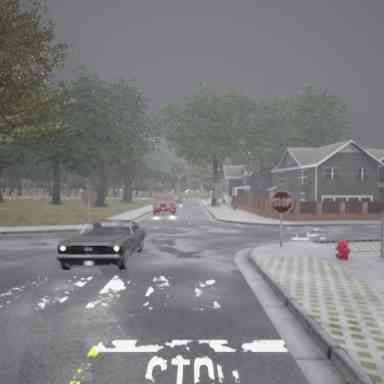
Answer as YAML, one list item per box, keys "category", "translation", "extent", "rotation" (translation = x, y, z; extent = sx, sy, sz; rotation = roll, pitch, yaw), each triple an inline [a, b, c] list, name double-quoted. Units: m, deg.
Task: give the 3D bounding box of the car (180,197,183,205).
- category: "car"
  translation: [-2.731, 1.484, 60.403]
  extent: [1.812, 1.442, 4.674]
  rotation: [0, 0, 0]

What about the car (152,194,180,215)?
- category: "car"
  translation: [-2.740, 1.231, 34.201]
  extent: [2.150, 2.045, 5.566]
  rotation: [0, 0, 0]

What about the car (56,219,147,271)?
- category: "car"
  translation: [-2.740, 1.601, 11.043]
  extent: [1.895, 1.301, 4.718]
  rotation: [0, 0, 0]
